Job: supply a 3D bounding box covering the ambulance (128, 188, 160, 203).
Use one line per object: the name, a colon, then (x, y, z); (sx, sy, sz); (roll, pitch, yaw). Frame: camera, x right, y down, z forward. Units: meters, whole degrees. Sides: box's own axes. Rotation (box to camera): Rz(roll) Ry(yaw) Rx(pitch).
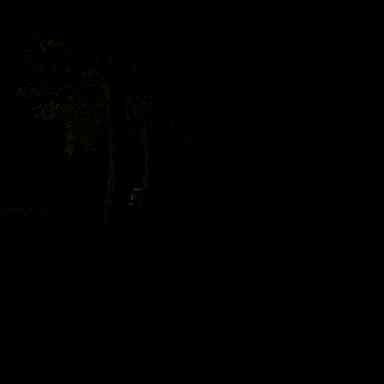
ambulance: (-7.950, 0.530, 53.624); (2.351, 2.431, 6.366); (-2, -1, 35)
